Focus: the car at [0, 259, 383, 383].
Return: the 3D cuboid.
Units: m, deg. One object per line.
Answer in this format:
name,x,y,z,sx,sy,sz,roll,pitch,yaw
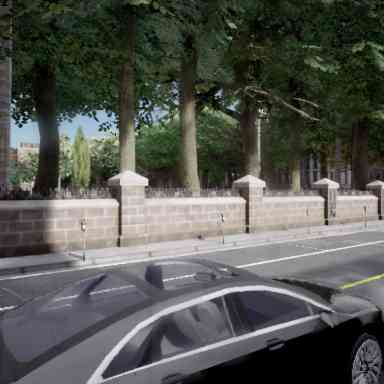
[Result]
car,0.142,1.490,3.418,4.902,1.511,2.128,0,0,-35
